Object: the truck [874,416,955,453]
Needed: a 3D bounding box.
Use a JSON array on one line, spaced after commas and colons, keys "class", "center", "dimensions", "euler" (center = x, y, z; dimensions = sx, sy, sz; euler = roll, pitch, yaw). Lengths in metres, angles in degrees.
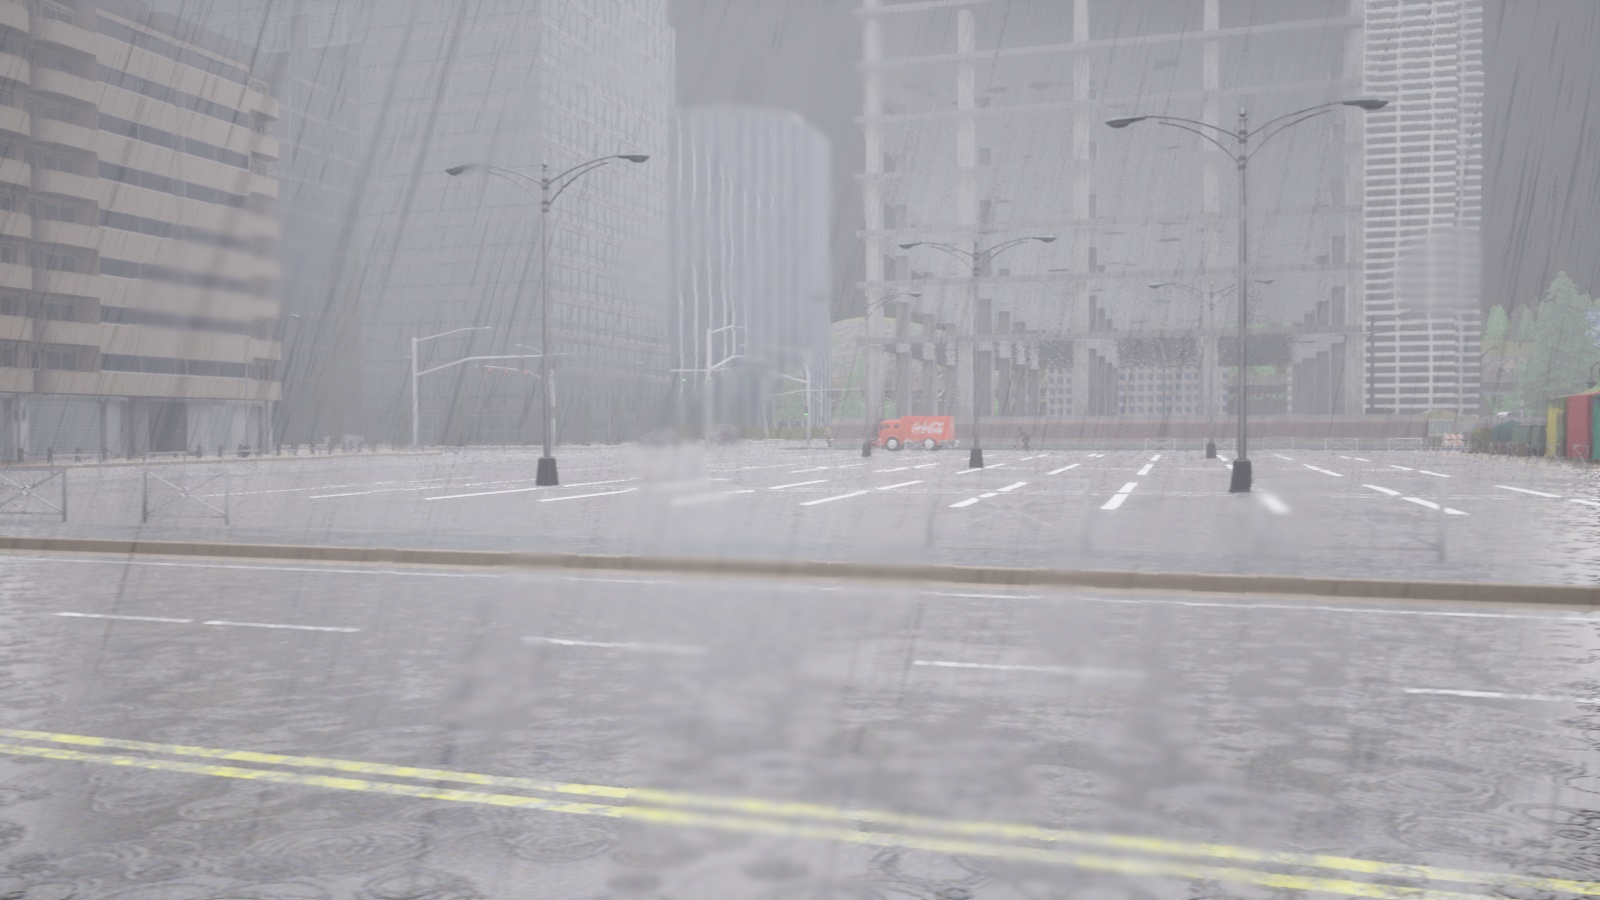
[{"class": "truck", "center": [8.007, -1.088, 87.557], "dimensions": [5.204, 2.467, 2.627], "euler": [0, 1, 17]}]
